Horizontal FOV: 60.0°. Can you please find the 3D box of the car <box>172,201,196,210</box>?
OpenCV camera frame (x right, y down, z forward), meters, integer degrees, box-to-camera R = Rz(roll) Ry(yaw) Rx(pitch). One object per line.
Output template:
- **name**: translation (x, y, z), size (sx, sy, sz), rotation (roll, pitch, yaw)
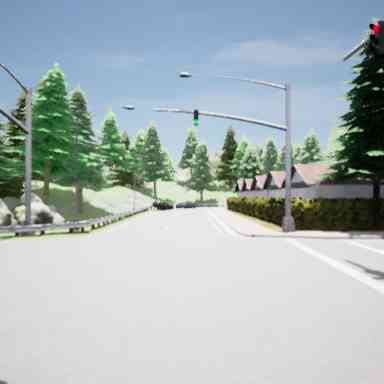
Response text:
- **car**: translation (-1.038, 2.243, 57.750), size (1.994, 1.385, 4.181), rotation (0, -1, 36)
